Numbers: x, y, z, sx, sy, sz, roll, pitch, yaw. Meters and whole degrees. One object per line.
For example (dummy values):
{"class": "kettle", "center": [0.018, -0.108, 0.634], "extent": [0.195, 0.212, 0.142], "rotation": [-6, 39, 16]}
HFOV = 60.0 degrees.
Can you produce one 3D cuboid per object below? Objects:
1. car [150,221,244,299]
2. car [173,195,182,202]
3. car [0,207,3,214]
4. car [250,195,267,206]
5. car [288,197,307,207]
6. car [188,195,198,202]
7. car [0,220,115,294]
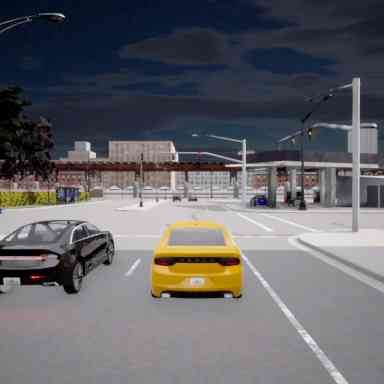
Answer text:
{"class": "car", "center": [0.107, 1.468, 8.516], "extent": [1.882, 1.535, 5.008], "rotation": [0, 0, 0]}
{"class": "car", "center": [-3.282, 1.386, 73.494], "extent": [1.837, 1.490, 4.892], "rotation": [0, 0, 0]}
{"class": "car", "center": [-17.886, 1.152, 25.794], "extent": [5.566, 2.045, 2.150], "rotation": [0, 0, -7]}
{"class": "car", "center": [9.856, 1.253, 48.780], "extent": [2.242, 1.667, 4.611], "rotation": [0, 0, 1]}
{"class": "car", "center": [15.603, 1.426, 49.526], "extent": [1.970, 1.475, 3.806], "rotation": [0, 0, 1]}
{"class": "car", "center": [0.218, 1.446, 73.484], "extent": [1.994, 1.385, 4.181], "rotation": [0, 0, 0]}
{"class": "car", "center": [-3.392, 1.474, 8.735], "extent": [2.128, 1.511, 4.902], "rotation": [0, 0, 0]}
